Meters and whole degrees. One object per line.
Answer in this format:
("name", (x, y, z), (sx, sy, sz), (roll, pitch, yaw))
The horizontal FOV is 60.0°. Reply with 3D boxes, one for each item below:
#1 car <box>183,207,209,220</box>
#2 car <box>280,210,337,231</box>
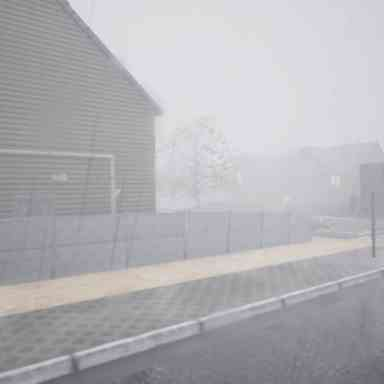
("car", (0.561, 2.146, 32.790), (1.994, 1.385, 4.181), (-1, -1, -35))
("car", (7.482, 1.901, 23.100), (1.895, 1.301, 4.718), (-1, -1, -36))
